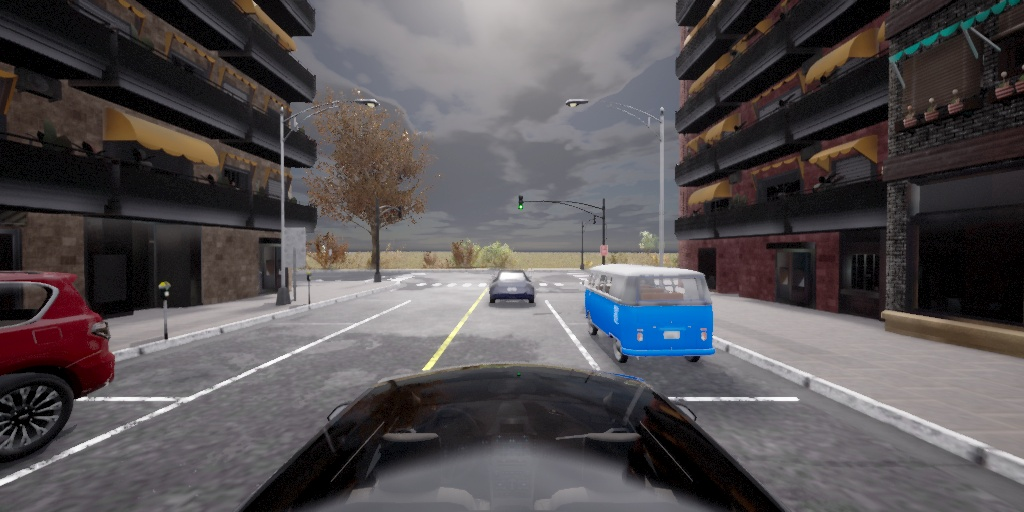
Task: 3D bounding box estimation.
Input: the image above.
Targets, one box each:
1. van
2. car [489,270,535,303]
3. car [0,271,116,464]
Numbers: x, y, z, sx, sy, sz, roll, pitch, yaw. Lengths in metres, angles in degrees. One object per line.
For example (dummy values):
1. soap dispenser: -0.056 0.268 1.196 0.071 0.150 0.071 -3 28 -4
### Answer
1. van: 2.689 1.088 7.866 1.690 1.789 3.998 0 0 0
2. car: 0.000 1.316 16.501 1.994 1.385 4.181 0 0 0
3. car: -5.692 1.064 2.153 2.192 1.841 5.009 0 0 0
